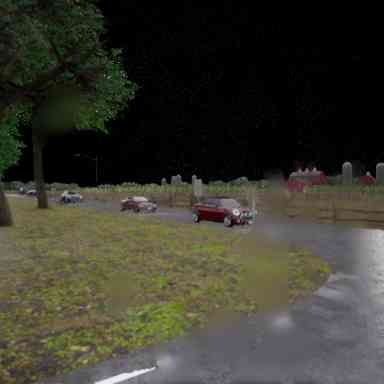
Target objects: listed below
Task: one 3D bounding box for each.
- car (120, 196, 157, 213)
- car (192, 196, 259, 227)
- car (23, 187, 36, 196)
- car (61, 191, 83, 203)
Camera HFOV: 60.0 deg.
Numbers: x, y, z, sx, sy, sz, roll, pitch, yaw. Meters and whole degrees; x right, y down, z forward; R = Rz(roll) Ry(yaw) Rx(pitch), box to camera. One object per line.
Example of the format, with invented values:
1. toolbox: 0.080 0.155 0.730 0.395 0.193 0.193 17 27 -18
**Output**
1. car: -4.994 1.091 30.382 1.812 1.442 4.674 -1 1 -36
2. car: 1.990 1.109 20.779 2.097 1.767 4.553 -1 2 -37
3. car: -40.845 0.227 84.826 1.882 1.535 5.008 -1 1 -36
4. car: -17.085 0.630 47.196 2.097 1.767 4.553 -1 1 -35
